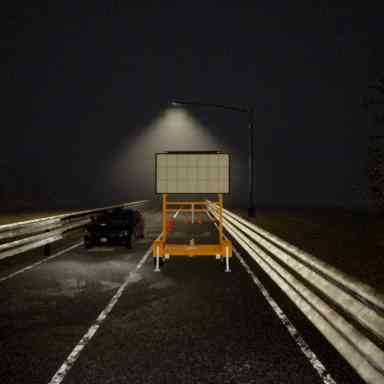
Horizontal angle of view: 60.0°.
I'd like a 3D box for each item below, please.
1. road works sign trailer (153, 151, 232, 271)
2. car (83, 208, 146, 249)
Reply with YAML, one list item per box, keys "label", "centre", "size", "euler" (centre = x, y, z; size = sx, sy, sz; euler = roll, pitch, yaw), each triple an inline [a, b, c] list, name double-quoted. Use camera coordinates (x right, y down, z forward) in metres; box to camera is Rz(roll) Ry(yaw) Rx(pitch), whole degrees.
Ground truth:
- label: "road works sign trailer"
  centre: [0.024, 0.468, 10.860]
  size: [2.380, 3.560, 2.880]
  euler: [0, 0, 0]
- label: "car"
  centre: [-3.232, 1.483, 14.681]
  size: [1.882, 1.535, 5.008]
  euler: [0, 0, 0]
